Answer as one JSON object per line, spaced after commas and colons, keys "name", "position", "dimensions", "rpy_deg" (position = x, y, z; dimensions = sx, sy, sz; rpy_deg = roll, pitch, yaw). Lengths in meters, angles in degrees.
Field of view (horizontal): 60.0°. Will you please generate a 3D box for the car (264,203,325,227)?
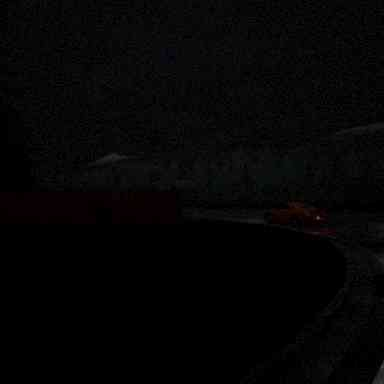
{"name": "car", "position": [7.085, 1.528, 23.599], "dimensions": [1.882, 1.535, 5.008], "rpy_deg": [1, -1, -23]}
